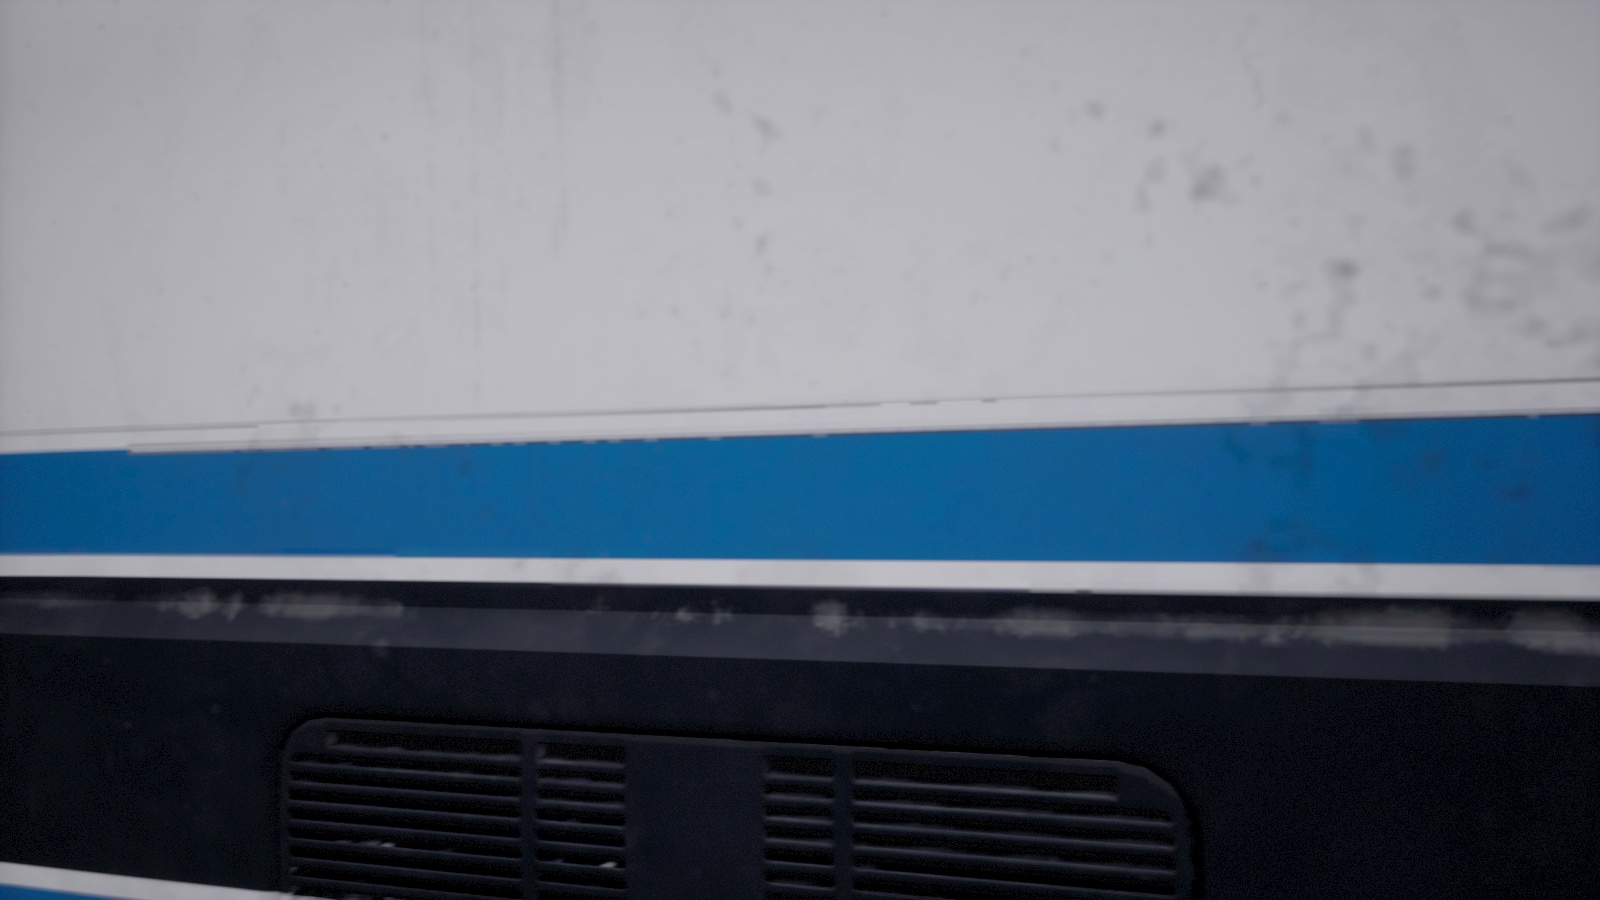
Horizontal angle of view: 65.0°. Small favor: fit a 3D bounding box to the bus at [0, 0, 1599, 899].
[{"bbox_3d":[-0.339,-0.608,3.275,10.273,4.253,3.944,-1,1,19],"label":"bus"}]
